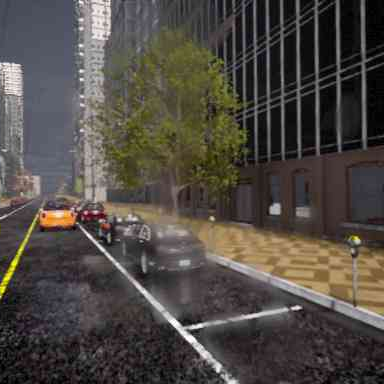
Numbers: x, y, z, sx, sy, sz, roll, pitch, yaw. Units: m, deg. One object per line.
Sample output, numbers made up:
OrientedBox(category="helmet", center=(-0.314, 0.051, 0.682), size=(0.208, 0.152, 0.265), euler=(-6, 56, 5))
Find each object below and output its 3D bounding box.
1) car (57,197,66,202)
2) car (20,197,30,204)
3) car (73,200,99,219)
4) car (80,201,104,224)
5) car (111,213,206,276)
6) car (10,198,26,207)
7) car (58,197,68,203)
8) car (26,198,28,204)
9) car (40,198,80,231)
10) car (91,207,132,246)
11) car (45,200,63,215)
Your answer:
OrientedBox(category="car", center=(-34.910, 1.973, 88.859), size=(1.947, 1.339, 4.313), euler=(0, 0, -23))
OrientedBox(category="car", center=(-40.349, 2.029, 80.317), size=(1.947, 1.339, 4.313), euler=(0, 0, -23))
OrientedBox(category="car", center=(-10.081, 1.590, 31.377), size=(1.967, 1.590, 4.097), euler=(0, 0, -23))
OrientedBox(category="car", center=(-7.823, 1.562, 26.152), size=(1.967, 1.590, 4.097), euler=(0, 0, -23))
OrientedBox(category="car", center=(-1.050, 1.583, 10.475), size=(2.008, 1.369, 4.403), euler=(0, 0, -23))
OrientedBox(category="car", center=(-31.319, 1.923, 59.414), size=(1.887, 1.381, 4.507), euler=(0, 0, -23))
OrientedBox(category="car", center=(-30.395, 1.934, 78.408), size=(1.947, 1.339, 4.313), euler=(0, 0, -23))
OrientedBox(category="car", center=(-33.577, 1.982, 64.640), size=(1.802, 1.307, 4.206), euler=(0, 0, -23))
OrientedBox(category="car", center=(-8.908, 1.480, 22.060), size=(2.097, 1.767, 4.553), euler=(-1, 0, -23))
OrientedBox(category="car", center=(-3.308, 1.615, 15.700), size=(2.008, 1.369, 4.403), euler=(0, 0, -23))
OrientedBox(category="car", center=(-15.967, 1.743, 38.435), size=(1.812, 1.442, 4.674), euler=(-1, 0, -23))
